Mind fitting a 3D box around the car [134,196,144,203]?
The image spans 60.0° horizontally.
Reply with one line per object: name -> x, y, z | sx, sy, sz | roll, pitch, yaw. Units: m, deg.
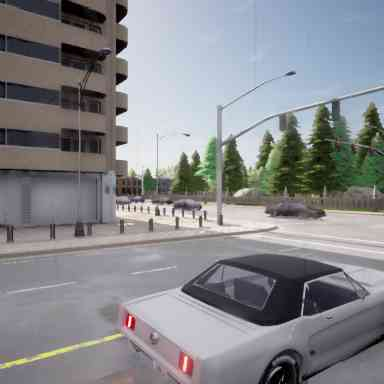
car -> -11.624, 1.581, 69.502 | 1.812, 1.442, 4.674 | 0, 0, -36

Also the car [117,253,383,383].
car -> 1.480, 1.601, 4.833 | 4.718, 1.301, 1.895 | 0, 0, -35

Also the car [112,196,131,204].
car -> -14.240, 1.533, 67.153 | 1.882, 1.535, 5.008 | 0, 0, -36

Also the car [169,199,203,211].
car -> -0.599, 1.581, 41.887 | 1.812, 1.442, 4.674 | 0, 0, -36

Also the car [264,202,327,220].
car -> 8.823, 1.603, 28.920 | 2.033, 1.411, 5.357 | 0, 0, -38

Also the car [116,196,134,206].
car -> -12.405, 1.581, 58.403 | 1.812, 1.442, 4.674 | 0, 0, -35

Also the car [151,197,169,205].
car -> -5.593, 1.603, 61.145 | 2.033, 1.411, 5.357 | 0, 0, -36
